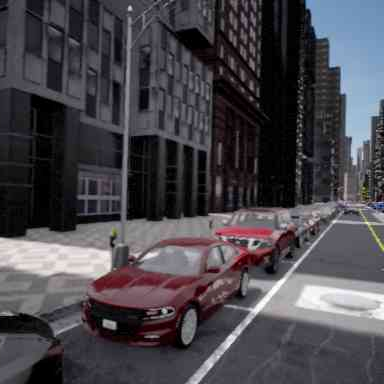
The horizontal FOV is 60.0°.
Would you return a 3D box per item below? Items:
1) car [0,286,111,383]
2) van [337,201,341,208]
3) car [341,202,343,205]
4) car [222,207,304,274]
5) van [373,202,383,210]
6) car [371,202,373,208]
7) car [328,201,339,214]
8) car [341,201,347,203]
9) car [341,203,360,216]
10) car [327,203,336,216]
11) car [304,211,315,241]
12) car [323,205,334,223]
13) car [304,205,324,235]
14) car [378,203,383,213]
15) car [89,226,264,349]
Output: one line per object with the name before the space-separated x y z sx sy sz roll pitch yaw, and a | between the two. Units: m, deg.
car | -2.595 1.510 1.487 1.947 1.339 4.313 2 -1 26
van | 21.996 2.469 52.194 1.690 1.788 3.998 2 -1 26
car | 24.375 2.768 57.110 1.752 1.417 4.829 2 -1 26
car | 2.329 1.496 11.630 2.192 1.841 5.009 2 -1 26
van | 41.962 3.243 73.838 1.690 1.788 3.998 1 -1 26
car | 44.421 3.339 78.909 2.192 1.841 5.009 1 -1 26
car | 17.076 2.331 42.052 1.967 1.590 4.097 2 -1 26
car | 34.288 3.042 77.547 2.192 1.841 5.009 1 -1 26
car | 23.366 2.695 48.706 1.994 1.385 4.181 1 -1 26
car | 14.541 2.294 36.828 1.752 1.417 4.829 2 -1 26
car | 4.780 1.865 16.699 1.947 1.339 4.313 2 -1 26
car | 12.156 2.205 31.910 2.008 1.369 4.403 2 -1 26
car | 7.243 1.857 21.771 1.967 1.590 4.097 2 -1 26
car | 34.580 3.085 58.623 1.887 1.381 4.507 1 -1 26
car | -0.136 1.607 6.557 1.887 1.381 4.507 2 -1 26
